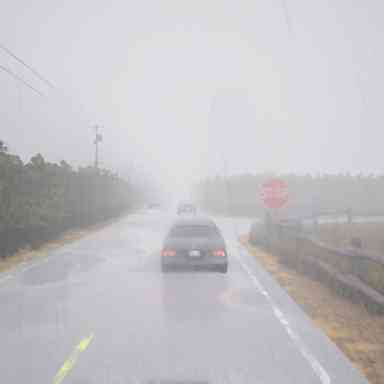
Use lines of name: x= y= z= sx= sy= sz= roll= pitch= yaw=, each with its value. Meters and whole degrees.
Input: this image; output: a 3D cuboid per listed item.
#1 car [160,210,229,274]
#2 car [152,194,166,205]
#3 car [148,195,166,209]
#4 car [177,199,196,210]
car: x=0.085 y=1.535 z=10.521 sx=2.033 sy=1.411 sz=5.357 roll=0 pitch=0 yaw=1
car: x=-5.716 y=1.281 z=58.797 sx=2.097 sy=1.767 sz=4.553 roll=0 pitch=0 yaw=-1
car: x=-4.749 y=1.495 z=43.704 sx=2.033 sy=1.411 sz=5.357 roll=0 pitch=0 yaw=-5
car: x=-0.575 y=1.485 z=33.815 sx=1.812 sy=1.442 sz=4.674 roll=0 pitch=0 yaw=-3
